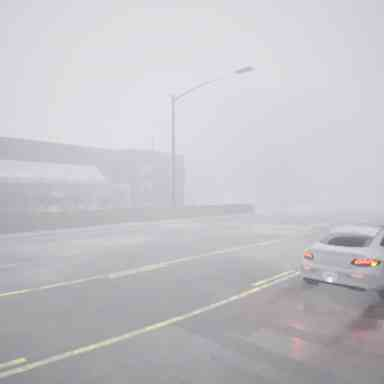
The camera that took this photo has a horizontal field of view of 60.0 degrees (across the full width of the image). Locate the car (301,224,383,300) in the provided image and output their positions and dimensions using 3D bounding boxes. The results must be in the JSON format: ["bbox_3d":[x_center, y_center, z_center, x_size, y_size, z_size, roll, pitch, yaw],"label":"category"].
[{"bbox_3d":[4.427,1.547,8.449,1.812,1.442,4.674,-1,-1,44],"label":"car"}]
